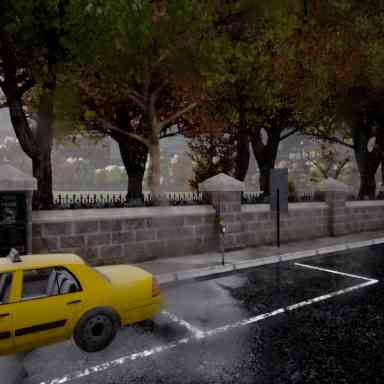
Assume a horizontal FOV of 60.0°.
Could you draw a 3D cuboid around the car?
[{"bbox_3d":[-2.749,1.525,4.598,4.829,1.417,1.752,0,0,-35],"label":"car"}]
